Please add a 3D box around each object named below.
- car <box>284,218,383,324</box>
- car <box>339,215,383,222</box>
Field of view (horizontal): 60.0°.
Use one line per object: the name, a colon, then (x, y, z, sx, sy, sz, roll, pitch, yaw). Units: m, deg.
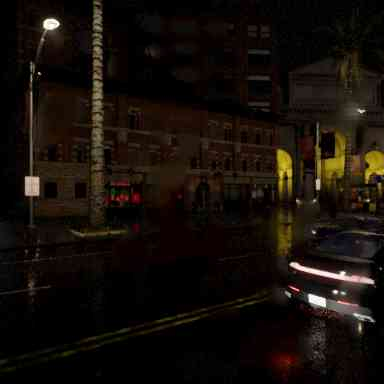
car: (3.951, 1.492, 6.628, 4.902, 1.511, 2.128, 0, 0, -35)
car: (6.726, 1.601, 13.115, 4.718, 1.301, 1.895, 0, 0, -36)
